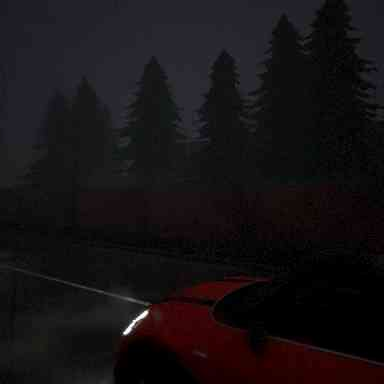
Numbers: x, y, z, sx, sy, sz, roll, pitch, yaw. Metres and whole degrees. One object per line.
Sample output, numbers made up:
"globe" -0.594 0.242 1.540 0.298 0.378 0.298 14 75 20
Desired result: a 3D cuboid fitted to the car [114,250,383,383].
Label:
"car" 1.410 1.351 2.987 4.553 1.767 2.097 0 0 36
